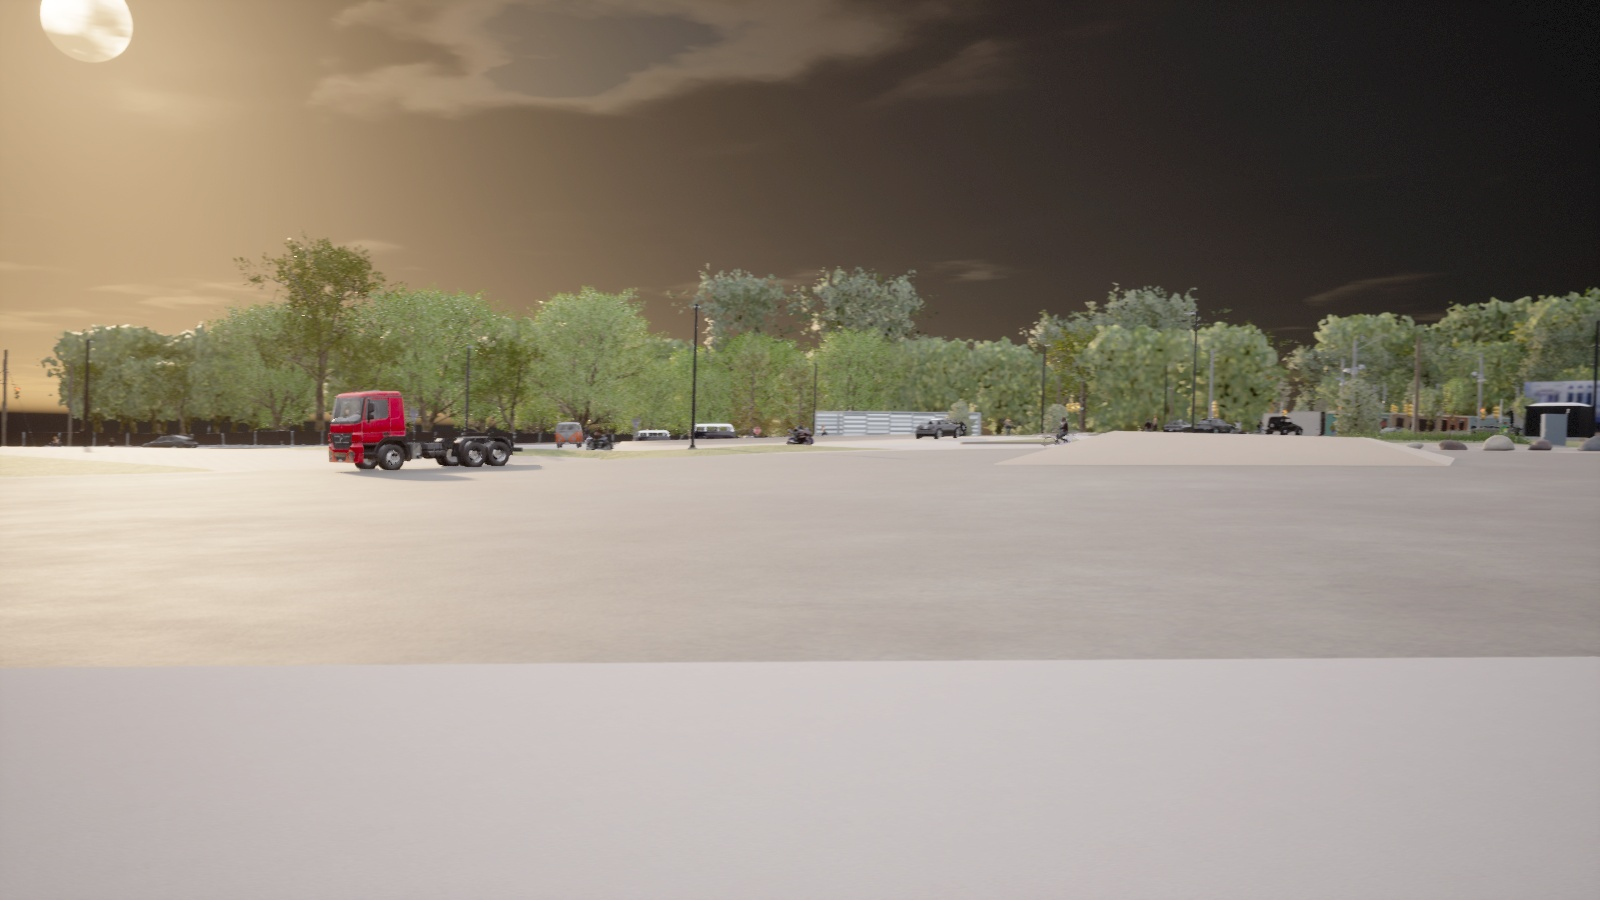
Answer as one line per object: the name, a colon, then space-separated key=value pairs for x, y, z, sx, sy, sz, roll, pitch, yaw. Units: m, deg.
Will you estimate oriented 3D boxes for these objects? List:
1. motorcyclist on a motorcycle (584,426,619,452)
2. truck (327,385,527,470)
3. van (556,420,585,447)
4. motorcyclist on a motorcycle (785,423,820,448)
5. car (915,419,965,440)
motorcyclist on a motorcycle: x=-13.364 y=-0.726 z=84.539 sx=2.350 sy=1.649 sz=0.766 roll=3 pitch=1 yaw=35
truck: x=-16.236 y=-1.040 z=55.140 sx=7.936 sy=3.462 sz=2.891 roll=-2 pitch=2 yaw=-43
van: x=-17.547 y=-1.271 z=96.235 sx=1.775 sy=1.987 sz=4.442 roll=-2 pitch=2 yaw=-6
motorcyclist on a motorcycle: x=0.162 y=-0.927 z=81.285 sx=2.191 sy=1.530 sz=0.866 roll=0 pitch=1 yaw=41
car: x=10.295 y=-1.531 z=92.165 sx=1.970 sy=1.475 sz=3.806 roll=2 pitch=3 yaw=38
